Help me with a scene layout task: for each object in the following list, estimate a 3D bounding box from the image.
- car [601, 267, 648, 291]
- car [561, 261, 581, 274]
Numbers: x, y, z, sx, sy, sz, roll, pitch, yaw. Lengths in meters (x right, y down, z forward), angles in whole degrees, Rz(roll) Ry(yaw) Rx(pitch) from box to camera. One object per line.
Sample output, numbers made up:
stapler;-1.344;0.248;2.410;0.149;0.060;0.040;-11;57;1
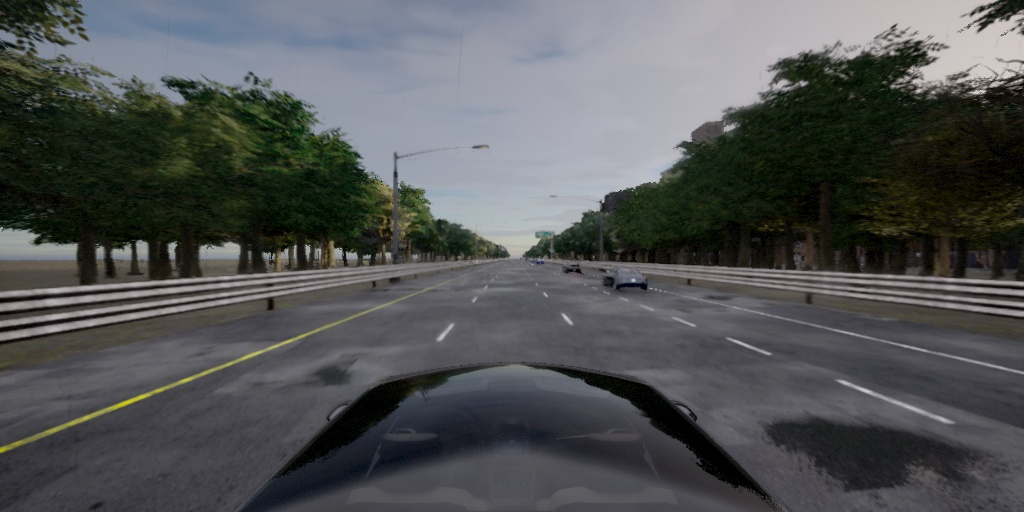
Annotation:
car;7.035;1.376;22.757;1.994;1.385;4.181;0;0;0
car;7.114;1.402;43.306;1.837;1.490;4.892;0;0;0
